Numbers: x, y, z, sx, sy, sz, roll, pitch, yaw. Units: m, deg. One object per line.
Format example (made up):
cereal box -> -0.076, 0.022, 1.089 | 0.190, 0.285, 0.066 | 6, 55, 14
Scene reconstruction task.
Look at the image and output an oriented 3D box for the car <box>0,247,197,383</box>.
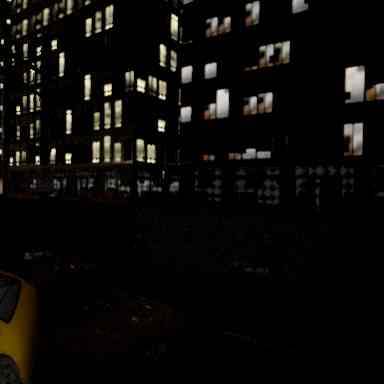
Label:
car -> -2.221, 1.424, 4.454 | 4.829, 1.417, 1.752 | 2, 1, 35
